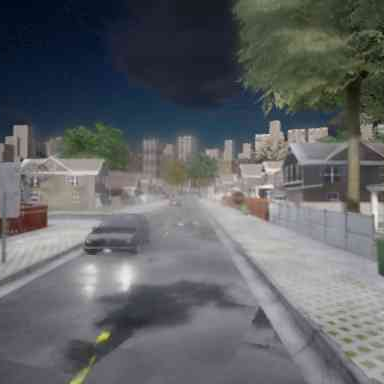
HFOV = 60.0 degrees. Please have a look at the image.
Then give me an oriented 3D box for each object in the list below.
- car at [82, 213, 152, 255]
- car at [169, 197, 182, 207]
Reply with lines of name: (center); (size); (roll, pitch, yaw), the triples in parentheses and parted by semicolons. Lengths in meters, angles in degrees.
car: (-2.804, 1.601, 13.772); (2.033, 1.411, 5.357); (0, 0, 1)
car: (-2.776, 1.666, 55.144); (2.128, 1.511, 4.902); (0, 0, 0)
